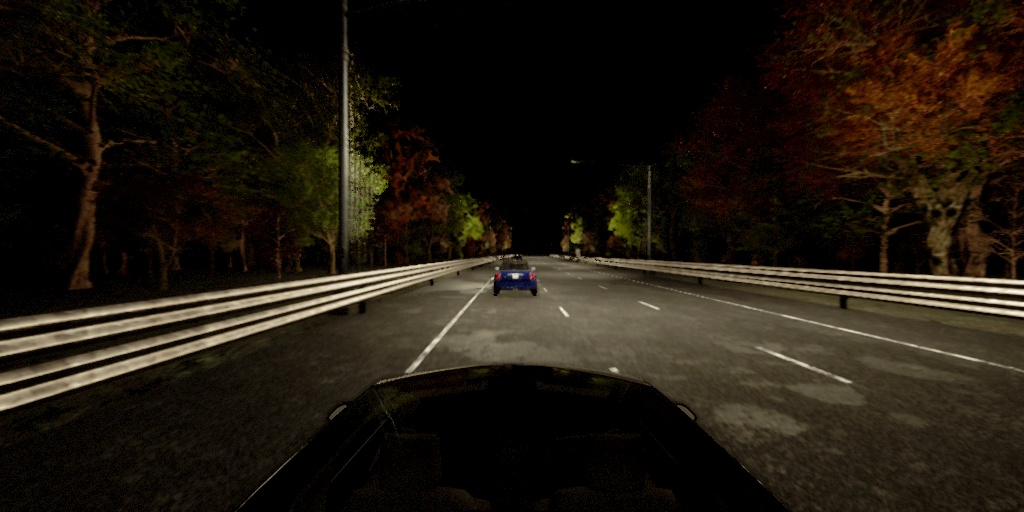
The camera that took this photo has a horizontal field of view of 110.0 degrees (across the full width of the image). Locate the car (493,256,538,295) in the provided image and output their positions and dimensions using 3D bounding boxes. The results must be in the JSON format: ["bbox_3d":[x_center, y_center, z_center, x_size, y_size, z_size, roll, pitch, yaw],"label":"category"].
[{"bbox_3d":[0.177,0.970,18.647,2.097,1.767,4.553,0,0,0],"label":"car"}]
